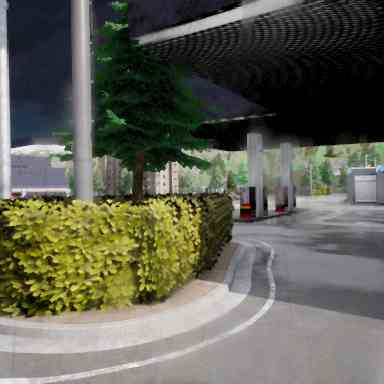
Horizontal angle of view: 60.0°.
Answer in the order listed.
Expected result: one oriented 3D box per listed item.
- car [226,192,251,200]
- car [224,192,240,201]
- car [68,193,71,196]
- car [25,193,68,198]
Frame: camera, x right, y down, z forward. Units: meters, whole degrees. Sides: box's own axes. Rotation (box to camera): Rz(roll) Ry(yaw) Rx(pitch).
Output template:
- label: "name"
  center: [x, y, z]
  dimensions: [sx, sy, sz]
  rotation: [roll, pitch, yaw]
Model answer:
- label: "car"
  center: [9.250, 0.812, 66.484]
  dimensions: [4.514, 1.523, 2.007]
  rotation: [-1, 1, 35]
- label: "car"
  center: [7.476, 0.851, 63.896]
  dimensions: [5.027, 1.636, 2.152]
  rotation: [-1, 1, 35]
- label: "car"
  center: [-24.200, 1.124, 63.874]
  dimensions: [3.866, 1.878, 1.905]
  rotation: [-1, 1, 35]
- label: "car"
  center: [-14.743, 1.183, 33.581]
  dimensions: [3.866, 1.878, 1.905]
  rotation: [-1, 1, 35]
